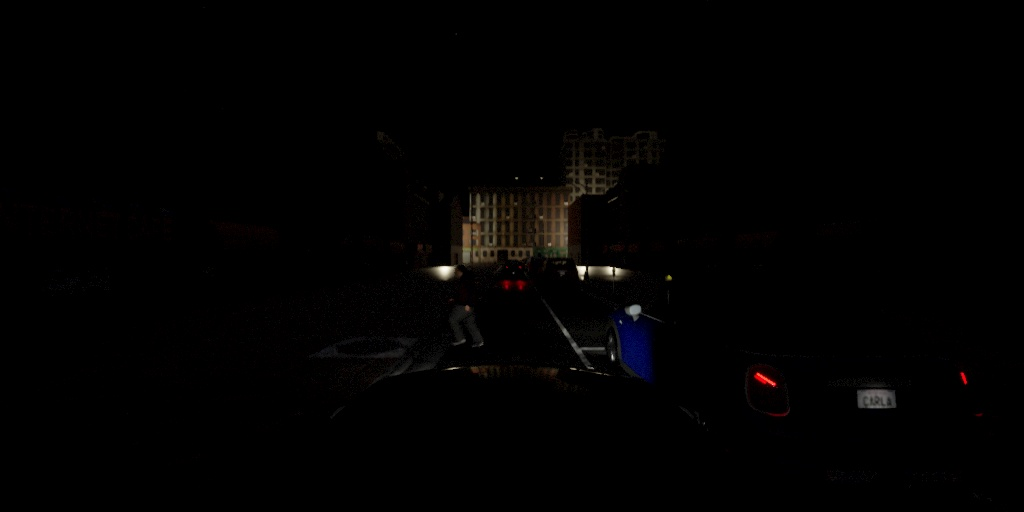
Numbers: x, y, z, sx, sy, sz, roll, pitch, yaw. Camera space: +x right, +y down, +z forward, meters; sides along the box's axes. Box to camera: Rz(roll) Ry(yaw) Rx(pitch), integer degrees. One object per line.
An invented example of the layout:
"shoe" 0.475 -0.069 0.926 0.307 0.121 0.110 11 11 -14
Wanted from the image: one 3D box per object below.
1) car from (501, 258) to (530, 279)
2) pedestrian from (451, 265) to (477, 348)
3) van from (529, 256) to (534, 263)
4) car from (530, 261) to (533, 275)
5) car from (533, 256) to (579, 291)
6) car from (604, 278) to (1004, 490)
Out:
"car" 0.123 1.141 30.951 2.128 1.511 4.902 0 0 0
"pedestrian" -1.018 1.023 7.639 0.375 1.860 0.375 0 0 0
"van" 2.662 0.989 32.108 1.690 1.789 3.998 0 0 0
"car" 2.657 1.217 26.633 2.007 1.370 4.403 0 0 0
"car" 2.653 0.999 21.158 2.192 1.841 5.009 0 0 0
"car" 2.751 1.090 4.831 2.097 1.767 4.553 0 0 0
